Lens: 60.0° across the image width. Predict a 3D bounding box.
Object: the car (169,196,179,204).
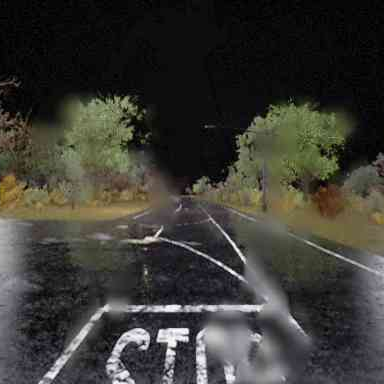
[{"bbox_3d":[-3.811,1.713,70.879,2.097,1.767,4.553,0,0,0],"label":"car"}]
